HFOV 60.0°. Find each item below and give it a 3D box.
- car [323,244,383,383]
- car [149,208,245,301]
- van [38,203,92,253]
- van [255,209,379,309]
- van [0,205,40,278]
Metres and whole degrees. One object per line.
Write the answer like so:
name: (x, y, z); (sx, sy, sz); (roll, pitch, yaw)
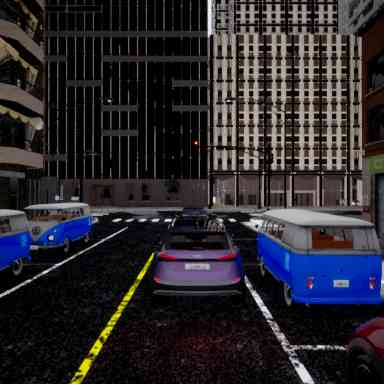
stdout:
car: (2.570, 1.440, 1.895); (1.967, 1.590, 4.097); (0, 0, 0)
car: (0.105, 1.432, 8.343); (2.033, 1.649, 4.856); (0, 0, 0)
van: (-5.303, 1.345, 13.274); (1.690, 1.788, 3.998); (0, 0, 0)
van: (2.574, 1.343, 7.586); (1.690, 1.788, 3.998); (0, 0, 0)
van: (-5.306, 1.343, 7.585); (1.690, 1.788, 3.998); (0, 0, 0)
